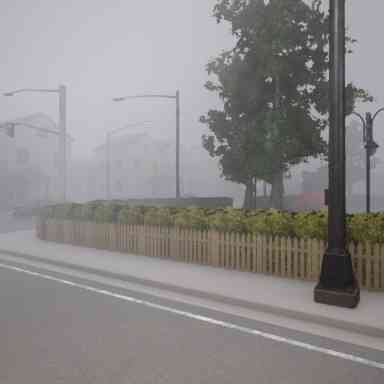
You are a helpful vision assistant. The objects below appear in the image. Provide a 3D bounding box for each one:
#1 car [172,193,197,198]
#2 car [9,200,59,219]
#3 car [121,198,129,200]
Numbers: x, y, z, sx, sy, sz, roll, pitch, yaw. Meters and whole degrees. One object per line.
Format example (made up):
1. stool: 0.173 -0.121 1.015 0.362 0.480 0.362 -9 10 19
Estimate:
1. car: -1.374 1.221 46.663 2.150 2.045 5.566 0 0 35
2. car: -13.428 1.491 29.345 2.128 1.511 4.902 0 0 35
3. car: -7.720 1.478 37.553 1.882 1.535 5.008 0 0 35
